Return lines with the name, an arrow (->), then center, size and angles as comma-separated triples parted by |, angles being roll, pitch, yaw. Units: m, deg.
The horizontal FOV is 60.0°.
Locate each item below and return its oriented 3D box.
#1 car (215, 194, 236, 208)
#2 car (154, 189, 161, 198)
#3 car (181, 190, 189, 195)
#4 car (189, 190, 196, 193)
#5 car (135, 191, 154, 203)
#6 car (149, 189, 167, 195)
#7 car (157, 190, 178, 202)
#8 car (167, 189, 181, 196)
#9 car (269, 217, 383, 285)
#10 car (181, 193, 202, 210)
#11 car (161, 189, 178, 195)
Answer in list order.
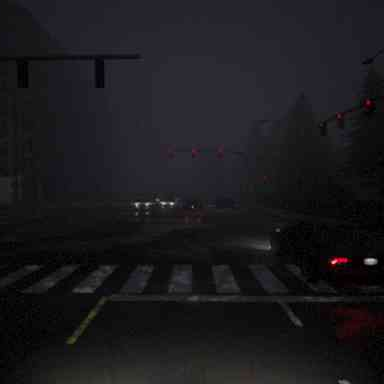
car -> 3.564, 0.975, 36.387 | 1.812, 1.442, 4.674 | 0, 1, 0
car -> -7.384, 0.506, 64.339 | 1.882, 1.535, 5.008 | 0, 1, -4
car -> -3.389, 0.376, 77.055 | 2.033, 1.411, 5.357 | 0, 1, -26
car -> -0.642, 0.299, 79.464 | 1.837, 1.490, 4.892 | 0, 1, -26
car -> -7.124, 0.784, 49.151 | 1.812, 1.442, 4.674 | 0, 1, 0
car -> -8.850, 0.076, 86.194 | 2.128, 1.511, 4.902 | -1, 1, -41
car -> -3.628, 0.805, 50.121 | 1.994, 1.385, 4.181 | 0, 1, 0
car -> -3.860, 0.558, 65.456 | 2.033, 1.411, 5.357 | 0, 1, -5
car -> 3.587, 1.406, 9.184 | 2.033, 1.411, 5.357 | 0, 1, 0
car -> 0.064, 1.089, 33.792 | 1.895, 1.301, 4.718 | 0, 1, 0
car -> -6.064, 0.015, 88.312 | 1.837, 1.490, 4.892 | -1, 1, -41
